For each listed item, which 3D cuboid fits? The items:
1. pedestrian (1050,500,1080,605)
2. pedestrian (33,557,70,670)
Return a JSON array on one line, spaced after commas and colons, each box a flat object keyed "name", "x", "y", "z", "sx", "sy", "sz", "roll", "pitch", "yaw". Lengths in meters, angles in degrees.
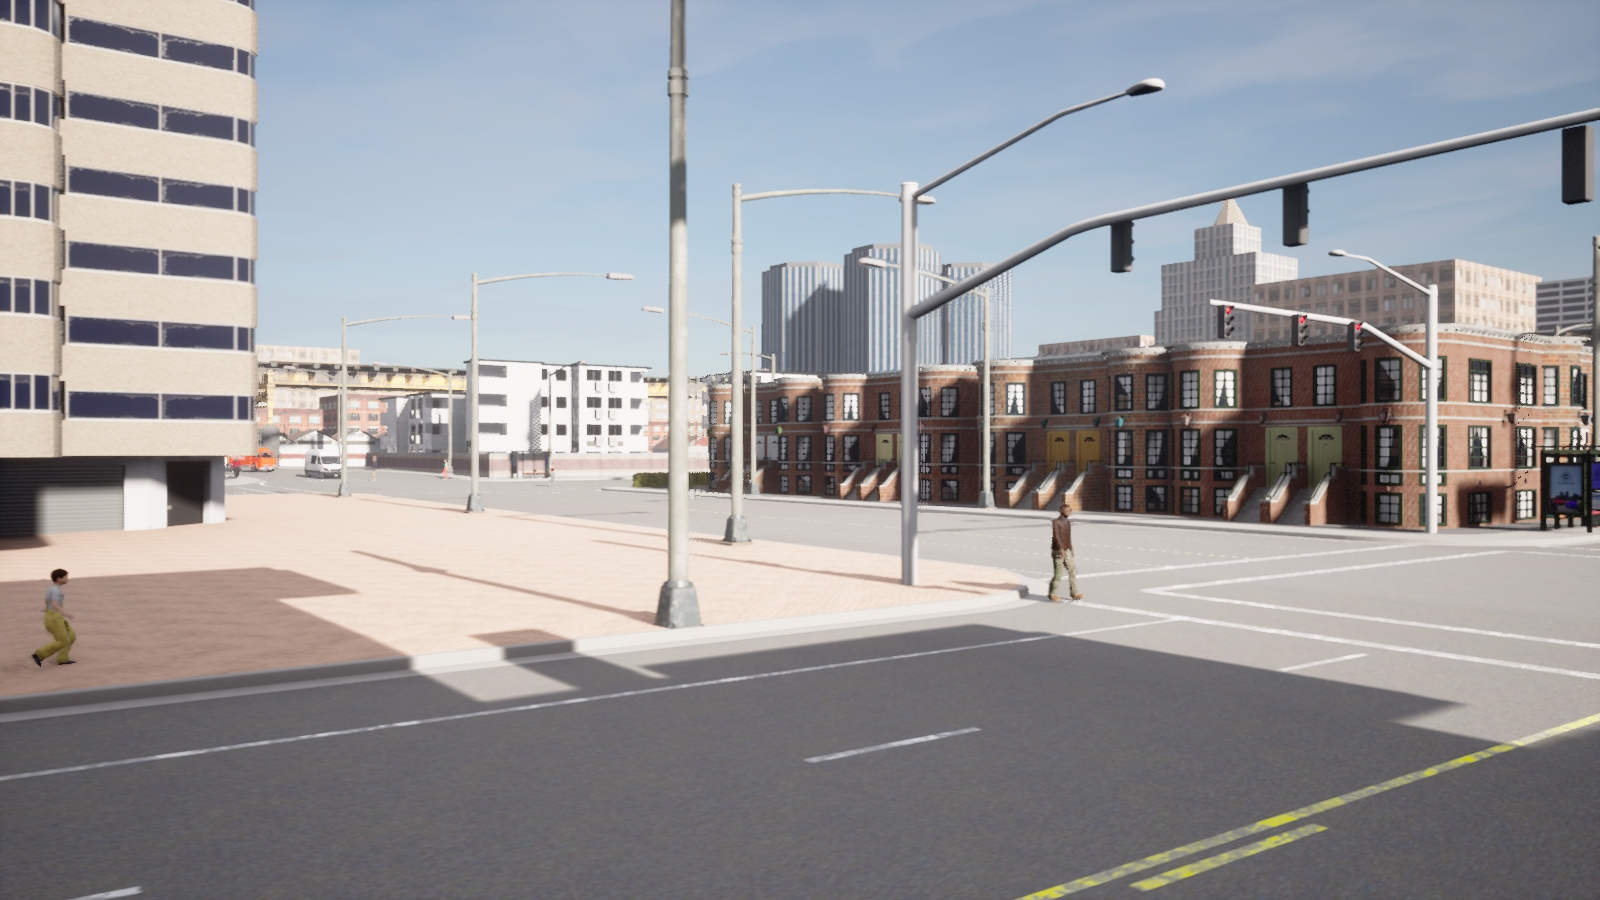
[{"name": "pedestrian", "x": 4.827, "y": 1.851, "z": 20.801, "sx": 0.375, "sy": 1.860, "sz": 0.375, "roll": 0, "pitch": 0, "yaw": -40}, {"name": "pedestrian", "x": -9.112, "y": 1.977, "z": 13.912, "sx": 0.375, "sy": 1.300, "sz": 0.375, "roll": 0, "pitch": 0, "yaw": -33}]
